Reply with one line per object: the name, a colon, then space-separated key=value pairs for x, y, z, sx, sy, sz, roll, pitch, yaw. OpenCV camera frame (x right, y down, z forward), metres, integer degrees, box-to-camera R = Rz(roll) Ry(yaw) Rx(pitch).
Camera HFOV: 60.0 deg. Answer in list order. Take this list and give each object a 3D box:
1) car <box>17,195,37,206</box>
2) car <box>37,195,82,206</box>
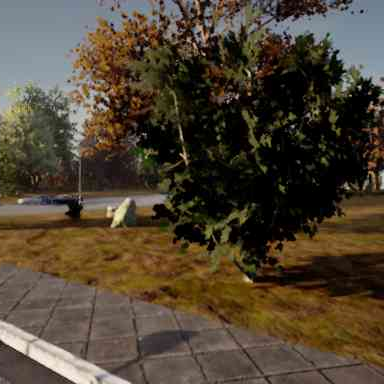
car: x=-19.873 y=1.024 z=42.805 sx=1.895 sy=1.301 sz=4.718 roll=1 pitch=2 yaw=39
car: x=-16.309 y=1.020 z=41.645 sx=1.895 sy=1.301 sz=4.718 roll=1 pitch=2 yaw=39
